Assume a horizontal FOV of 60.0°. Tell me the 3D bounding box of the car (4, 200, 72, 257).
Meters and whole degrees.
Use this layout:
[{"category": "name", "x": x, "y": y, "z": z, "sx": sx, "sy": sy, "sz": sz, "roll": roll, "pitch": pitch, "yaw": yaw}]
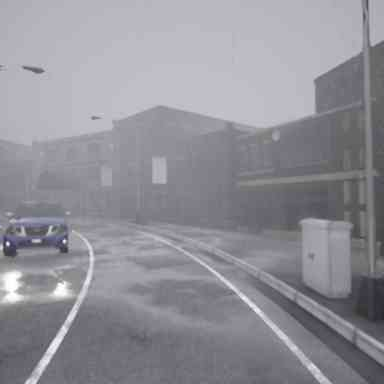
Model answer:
[{"category": "car", "x": -6.426, "y": 1.367, "z": 14.135, "sx": 2.150, "sy": 2.045, "sz": 5.566, "roll": 0, "pitch": -1, "yaw": -22}]
